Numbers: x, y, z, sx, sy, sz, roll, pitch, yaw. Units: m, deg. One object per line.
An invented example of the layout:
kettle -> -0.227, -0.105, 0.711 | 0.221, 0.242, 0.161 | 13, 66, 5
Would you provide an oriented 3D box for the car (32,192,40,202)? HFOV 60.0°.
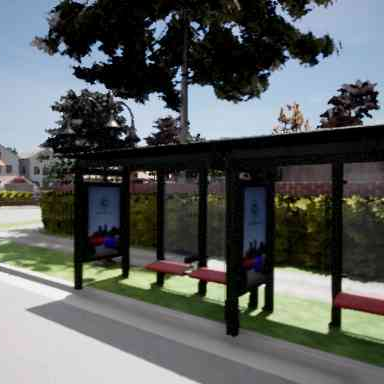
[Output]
car -> -24.328, 0.750, 49.502 | 3.806, 1.475, 1.970 | 1, 0, 36
